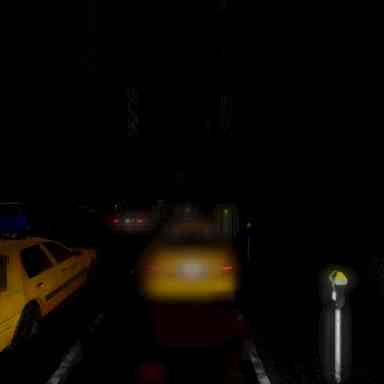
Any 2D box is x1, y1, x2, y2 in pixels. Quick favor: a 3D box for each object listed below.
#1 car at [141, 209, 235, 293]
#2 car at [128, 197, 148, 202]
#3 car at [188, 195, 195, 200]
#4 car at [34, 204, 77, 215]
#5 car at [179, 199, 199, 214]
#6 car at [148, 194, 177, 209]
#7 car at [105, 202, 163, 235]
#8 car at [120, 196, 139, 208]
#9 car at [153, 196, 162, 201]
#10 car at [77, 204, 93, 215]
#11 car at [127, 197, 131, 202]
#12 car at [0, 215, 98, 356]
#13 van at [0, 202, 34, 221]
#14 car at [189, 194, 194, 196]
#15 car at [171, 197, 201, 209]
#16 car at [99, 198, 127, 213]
[{"bbox_3d":[0.005,1.457,8.840,1.801,1.575,5.366,0,0,0],"label":"car"},{"bbox_3d":[-6.208,1.610,41.406,1.895,1.301,4.718,0,0,0],"label":"car"},{"bbox_3d":[-0.237,1.636,95.394,2.008,1.369,4.403,0,0,0],"label":"car"},{"bbox_3d":[-8.815,1.568,19.979,1.947,1.339,4.313,0,0,0],"label":"car"},{"bbox_3d":[-0.290,1.558,36.484,2.008,1.369,4.403,0,0,0],"label":"car"},{"bbox_3d":[-3.082,1.225,36.048,2.150,2.045,5.566,0,-1,0],"label":"car"},{"bbox_3d":[-3.099,1.549,18.903,2.033,1.411,5.357,0,0,1],"label":"car"},{"bbox_3d":[-8.816,1.452,47.486,1.967,1.590,4.097,0,0,0],"label":"car"},{"bbox_3d":[-8.782,1.643,84.589,1.802,1.307,4.206,0,0,0],"label":"car"},{"bbox_3d":[-8.815,1.585,25.481,1.802,1.307,4.206,0,0,0],"label":"car"},{"bbox_3d":[-8.815,1.591,41.985,1.802,1.307,4.206,0,0,0],"label":"car"},{"bbox_3d":[-3.145,1.456,5.969,1.801,1.575,5.366,0,0,0],"label":"car"},{"bbox_3d":[-8.815,1.342,14.478,1.690,1.788,3.998,0,0,0],"label":"van"},{"bbox_3d":[-0.257,1.501,84.576,1.967,1.590,4.097,0,0,0],"label":"car"},{"bbox_3d":[-0.290,1.443,25.481,1.967,1.590,4.097,0,0,0],"label":"car"},{"bbox_3d":[-8.815,1.573,36.483,1.947,1.339,4.313,0,0,0],"label":"car"}]
